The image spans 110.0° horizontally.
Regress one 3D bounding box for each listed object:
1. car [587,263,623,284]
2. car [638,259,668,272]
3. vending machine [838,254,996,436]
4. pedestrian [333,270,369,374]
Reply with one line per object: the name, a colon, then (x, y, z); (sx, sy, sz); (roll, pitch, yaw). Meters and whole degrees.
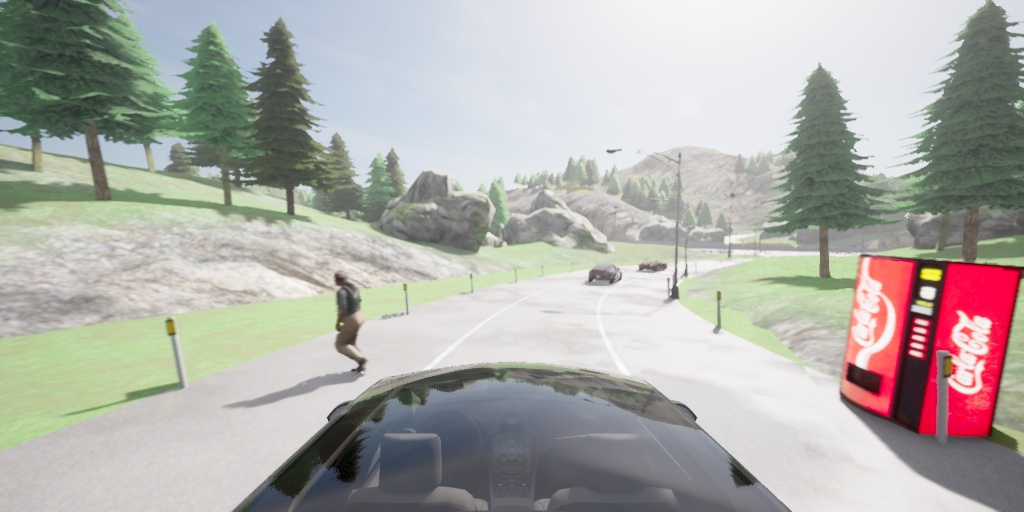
car: (7.162, 1.265, 27.430); (1.812, 1.442, 4.674); (2, 2, 27)
car: (15.978, 1.048, 40.445); (1.895, 1.301, 4.718); (4, 4, 41)
vending machine: (5.103, 1.015, 4.661); (1.100, 2.100, 0.880); (0, 0, 5)
pedestrian: (-2.750, 1.068, 6.055); (0.375, 1.860, 0.375); (-4, 4, 6)
